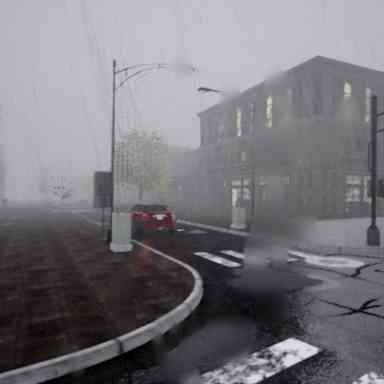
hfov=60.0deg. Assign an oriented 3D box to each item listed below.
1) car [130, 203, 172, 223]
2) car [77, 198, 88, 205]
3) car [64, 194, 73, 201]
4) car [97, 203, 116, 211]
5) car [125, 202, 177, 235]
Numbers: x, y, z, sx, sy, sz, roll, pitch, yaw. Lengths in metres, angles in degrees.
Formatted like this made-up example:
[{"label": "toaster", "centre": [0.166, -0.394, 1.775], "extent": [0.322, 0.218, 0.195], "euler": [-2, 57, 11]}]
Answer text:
[{"label": "car", "centre": [-3.369, 1.625, 26.653], "extent": [2.008, 1.369, 4.403], "euler": [1, -1, -26]}, {"label": "car", "centre": [-20.476, 1.694, 62.323], "extent": [1.802, 1.307, 4.206], "euler": [1, -1, -26]}, {"label": "car", "centre": [-32.400, 1.451, 87.247], "extent": [2.192, 1.841, 5.009], "euler": [1, -1, -26]}, {"label": "car", "centre": [-10.932, 1.636, 42.387], "extent": [1.887, 1.381, 4.507], "euler": [1, -1, -26]}, {"label": "car", "centre": [-2.595, 1.383, 19.284], "extent": [2.097, 1.767, 4.553], "euler": [1, 0, -26]}]
